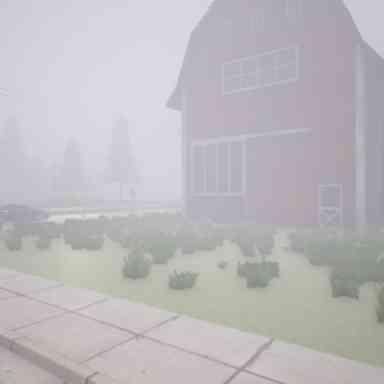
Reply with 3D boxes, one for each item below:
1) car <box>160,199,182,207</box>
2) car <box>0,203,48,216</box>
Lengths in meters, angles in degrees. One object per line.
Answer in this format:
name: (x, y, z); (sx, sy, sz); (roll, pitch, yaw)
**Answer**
car: (-2.434, 1.649, 44.525); (1.994, 1.385, 4.181); (0, 0, 37)
car: (-12.937, 1.581, 24.281); (1.837, 1.490, 4.892); (-1, -1, 37)
